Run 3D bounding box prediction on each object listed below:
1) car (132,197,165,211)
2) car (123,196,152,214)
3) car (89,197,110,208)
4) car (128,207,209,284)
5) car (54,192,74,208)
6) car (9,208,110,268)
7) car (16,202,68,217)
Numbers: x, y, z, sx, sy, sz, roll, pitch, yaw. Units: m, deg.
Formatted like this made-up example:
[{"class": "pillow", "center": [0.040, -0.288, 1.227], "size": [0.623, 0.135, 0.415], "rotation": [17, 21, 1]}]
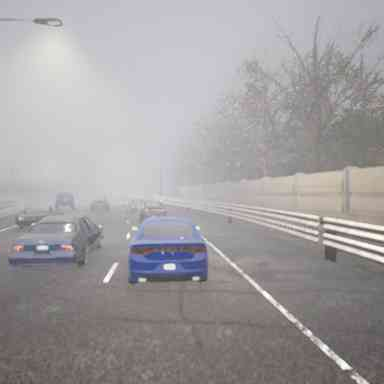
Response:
[{"class": "car", "center": [-2.904, 1.370, 23.833], "size": [2.128, 1.511, 4.902], "rotation": [0, 0, -13]}, {"class": "car", "center": [-5.519, 1.379, 33.640], "size": [2.033, 1.411, 5.357], "rotation": [0, 0, -16]}, {"class": "car", "center": [-10.022, 1.316, 35.915], "size": [2.128, 1.511, 4.902], "rotation": [0, 0, -19]}, {"class": "car", "center": [-0.726, 1.429, 9.517], "size": [1.882, 1.535, 5.008], "rotation": [0, 0, -6]}, {"class": "car", "center": [-16.007, 1.022, 41.651], "size": [2.150, 2.045, 5.566], "rotation": [0, 0, -23]}, {"class": "car", "center": [-4.216, 1.493, 11.153], "size": [2.033, 1.411, 5.357], "rotation": [0, 0, -7]}, {"class": "car", "center": [-9.307, 1.502, 20.744], "size": [1.895, 1.301, 4.718], "rotation": [0, 0, -12]}]
